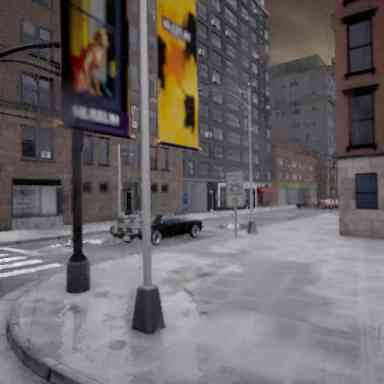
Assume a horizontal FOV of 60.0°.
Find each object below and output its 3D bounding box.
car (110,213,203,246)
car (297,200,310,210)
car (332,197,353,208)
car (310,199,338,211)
[{"bbox_3d":[-1.431,1.620,15.529,1.895,1.301,4.718,-1,-1,35],"label":"car"},{"bbox_3d":[15.626,1.676,44.668,1.895,1.301,4.718,-1,-1,36],"label":"car"},{"bbox_3d":[21.890,1.550,48.274,1.812,1.442,4.674,-1,-1,35],"label":"car"},{"bbox_3d":[16.256,1.534,40.282,1.812,1.442,4.674,-1,-1,36],"label":"car"}]
